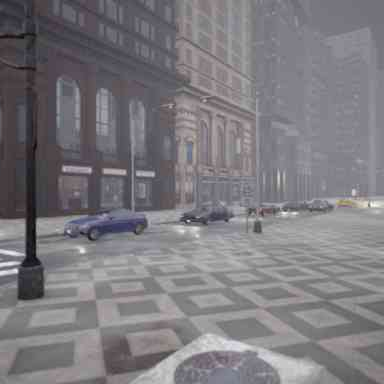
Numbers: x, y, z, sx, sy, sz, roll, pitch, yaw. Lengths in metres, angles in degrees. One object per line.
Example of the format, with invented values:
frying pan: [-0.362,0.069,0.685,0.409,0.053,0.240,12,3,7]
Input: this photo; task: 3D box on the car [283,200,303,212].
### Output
car: [12.920,1.680,41.151,2.033,1.411,5.357,0,0,36]

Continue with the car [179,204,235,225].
car: [1.318,1.625,25.062,2.033,1.411,5.357,0,0,36]

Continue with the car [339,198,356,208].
car: [23.867,1.641,51.015,1.882,1.535,5.008,0,0,36]

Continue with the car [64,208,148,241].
car: [-4.281,1.573,17.251,1.812,1.442,4.674,0,0,37]

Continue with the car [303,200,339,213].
car: [15.177,1.671,38.886,2.033,1.411,5.357,0,0,36]

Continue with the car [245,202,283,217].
car: [7.016,1.706,32.994,1.895,1.301,4.718,0,0,36]
